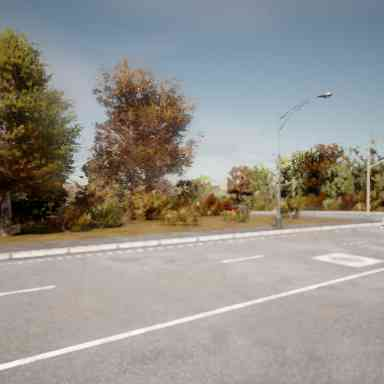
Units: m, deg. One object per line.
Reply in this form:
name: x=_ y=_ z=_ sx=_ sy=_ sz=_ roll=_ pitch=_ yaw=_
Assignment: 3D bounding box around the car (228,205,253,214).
car: x=7.208 y=2.686 z=50.380 sx=1.994 sy=1.385 sz=4.181 roll=1 pitch=-3 yaw=-32
